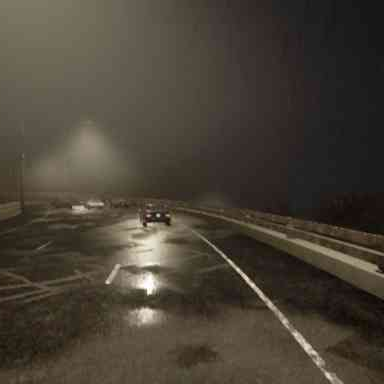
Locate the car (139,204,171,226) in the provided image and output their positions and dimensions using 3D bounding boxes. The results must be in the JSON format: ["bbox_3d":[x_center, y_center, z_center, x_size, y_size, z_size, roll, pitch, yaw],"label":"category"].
[{"bbox_3d":[-2.680,1.542,23.475,2.033,1.411,5.357,0,0,-13],"label":"car"}]

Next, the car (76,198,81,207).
[{"bbox_3d":[-17.488,1.667,52.950,1.895,1.301,4.718,0,0,-31],"label":"car"}]

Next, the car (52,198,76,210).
[{"bbox_3d":[-17.392,1.638,45.129,1.994,1.385,4.181,0,0,-26],"label":"car"}]

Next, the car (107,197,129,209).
[{"bbox_3d":[-10.016,1.585,45.809,1.994,1.385,4.181,0,0,-26],"label":"car"}]

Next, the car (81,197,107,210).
[{"bbox_3d":[-13.026,1.645,43.997,1.895,1.301,4.718,0,0,-26],"label":"car"}]
